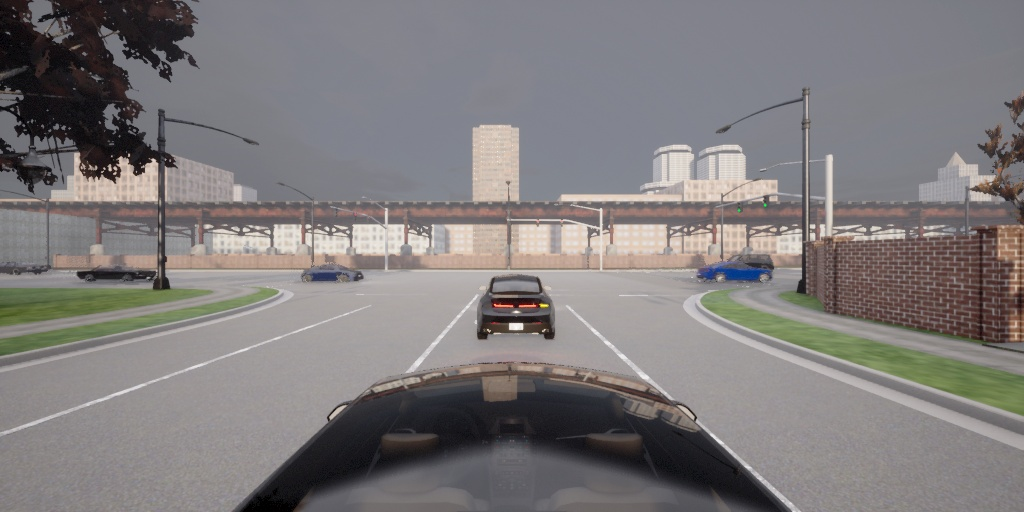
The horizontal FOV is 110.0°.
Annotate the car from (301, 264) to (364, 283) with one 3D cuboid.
[{"bbox_3d":[-13.461,1.314,26.958,4.181,1.385,1.994,0,0,1],"label":"car"}]

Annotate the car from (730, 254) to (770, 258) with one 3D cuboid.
[{"bbox_3d":[23.557,0.835,36.650,5.566,2.045,2.150,-1,0,3],"label":"car"}]

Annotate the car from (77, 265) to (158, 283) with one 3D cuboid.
[{"bbox_3d":[-29.950,1.351,27.418,4.718,1.301,1.895,0,0,2],"label":"car"}]

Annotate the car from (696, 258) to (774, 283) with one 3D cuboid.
[{"bbox_3d":[16.145,1.161,26.161,5.008,1.535,1.882,0,0,2],"label":"car"}]

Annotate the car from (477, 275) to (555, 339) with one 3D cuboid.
[{"bbox_3d":[0.094,1.256,10.049,1.837,1.490,4.892,0,0,0],"label":"car"}]
